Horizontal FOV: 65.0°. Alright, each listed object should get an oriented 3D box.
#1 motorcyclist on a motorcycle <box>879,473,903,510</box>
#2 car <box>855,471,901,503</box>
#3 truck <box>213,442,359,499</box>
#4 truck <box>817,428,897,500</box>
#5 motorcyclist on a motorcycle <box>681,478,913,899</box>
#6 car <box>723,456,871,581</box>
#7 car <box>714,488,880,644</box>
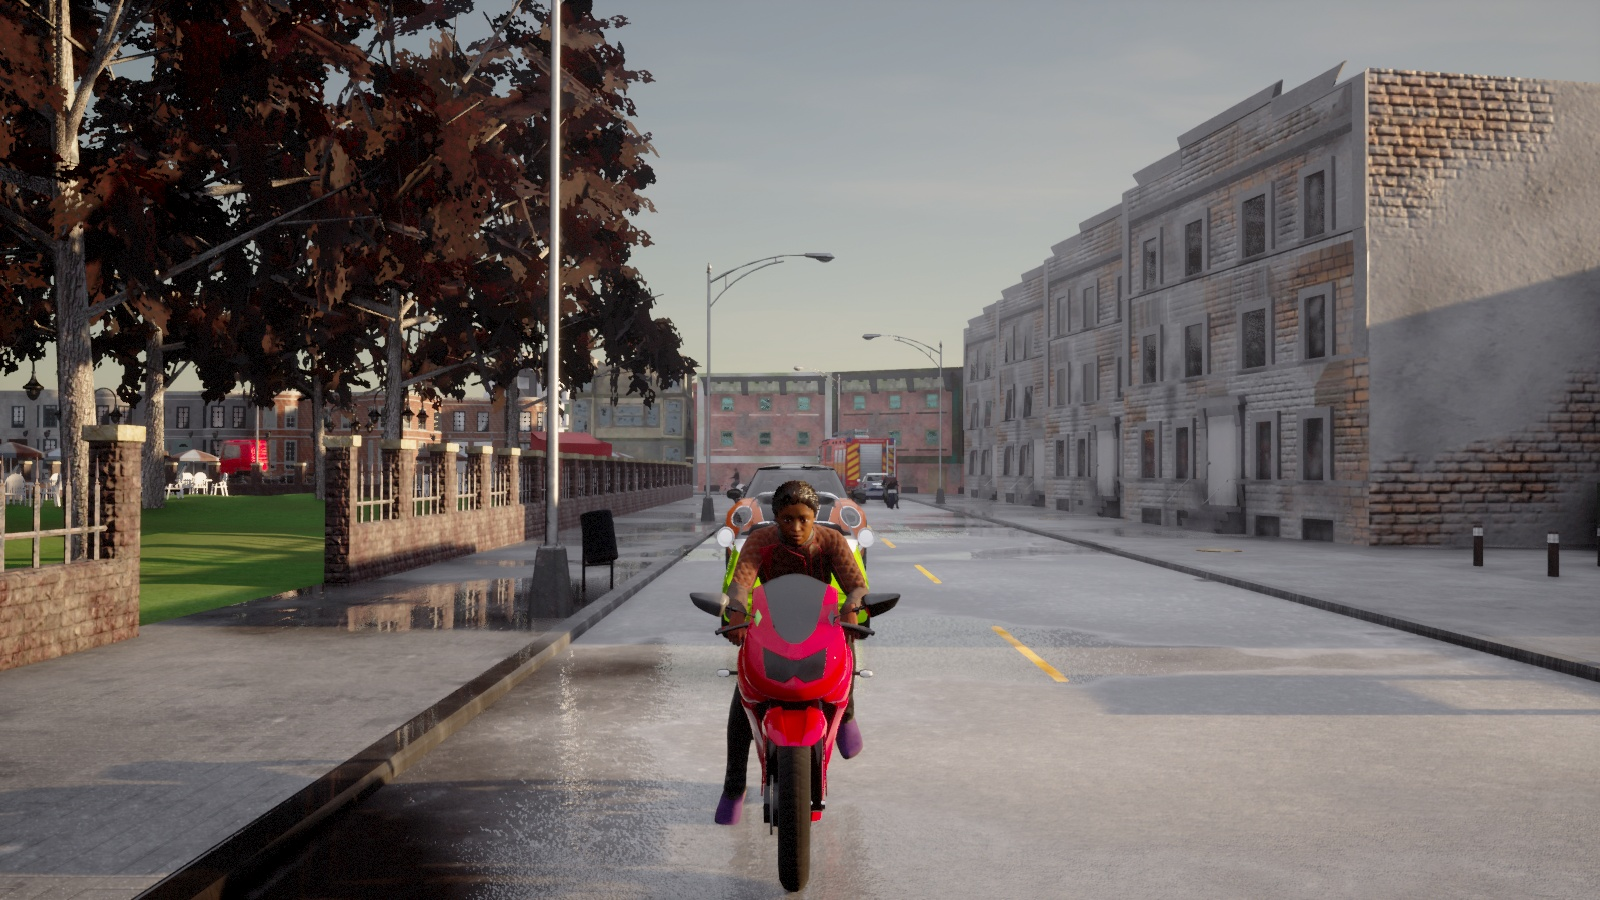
[{"bbox_3d":[3.823,1.722,52.982,0.866,1.530,2.191,0,-1,0],"label":"motorcyclist on a motorcycle"},{"bbox_3d":[3.787,1.794,61.448,1.970,1.475,3.806,0,-1,0],"label":"car"},{"bbox_3d":[-32.030,1.278,78.470,7.936,3.462,2.891,0,-1,0],"label":"truck"},{"bbox_3d":[3.109,0.832,71.245,2.891,3.827,8.468,0,-1,-9],"label":"truck"},{"bbox_3d":[-0.014,0.887,5.366,0.797,1.523,2.044,0,-1,0],"label":"motorcyclist on a motorcycle"},{"bbox_3d":[-0.053,1.010,20.121,2.097,1.767,4.553,0,-1,0],"label":"car"},{"bbox_3d":[-0.032,1.077,12.395,1.481,1.376,2.207,0,-1,0],"label":"car"}]
